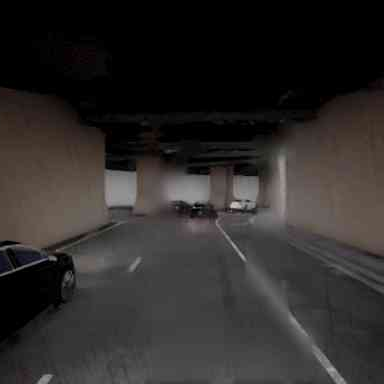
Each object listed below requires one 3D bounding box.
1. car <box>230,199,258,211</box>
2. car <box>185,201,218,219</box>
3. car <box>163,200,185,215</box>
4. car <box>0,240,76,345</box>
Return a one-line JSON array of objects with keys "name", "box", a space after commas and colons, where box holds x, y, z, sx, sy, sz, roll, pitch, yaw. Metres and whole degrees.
[{"name": "car", "box": [6.400, 1.544, 40.813, 1.812, 1.442, 4.674, 0, 0, 37]}, {"name": "car", "box": [1.148, 1.504, 29.455, 2.128, 1.511, 4.902, 0, 0, 11]}, {"name": "car", "box": [-1.240, 1.563, 33.913, 2.033, 1.411, 5.357, 0, 0, 18]}, {"name": "car", "box": [-3.398, 1.494, 5.209, 2.128, 1.511, 4.902, 0, 0, 0]}]
